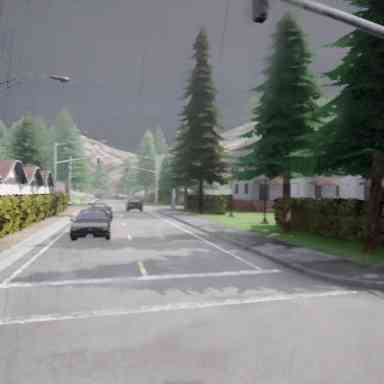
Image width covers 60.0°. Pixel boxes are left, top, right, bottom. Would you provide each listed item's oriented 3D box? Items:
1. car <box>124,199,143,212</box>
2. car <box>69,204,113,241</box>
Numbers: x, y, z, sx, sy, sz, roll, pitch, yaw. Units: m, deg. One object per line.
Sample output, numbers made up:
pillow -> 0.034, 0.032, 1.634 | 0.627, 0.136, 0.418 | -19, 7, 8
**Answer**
car -> -7.141, 1.595, 40.734 | 1.837, 1.490, 4.892 | 1, 0, -15
car -> -5.243, 1.610, 17.599 | 2.033, 1.411, 5.357 | 1, 0, -14
